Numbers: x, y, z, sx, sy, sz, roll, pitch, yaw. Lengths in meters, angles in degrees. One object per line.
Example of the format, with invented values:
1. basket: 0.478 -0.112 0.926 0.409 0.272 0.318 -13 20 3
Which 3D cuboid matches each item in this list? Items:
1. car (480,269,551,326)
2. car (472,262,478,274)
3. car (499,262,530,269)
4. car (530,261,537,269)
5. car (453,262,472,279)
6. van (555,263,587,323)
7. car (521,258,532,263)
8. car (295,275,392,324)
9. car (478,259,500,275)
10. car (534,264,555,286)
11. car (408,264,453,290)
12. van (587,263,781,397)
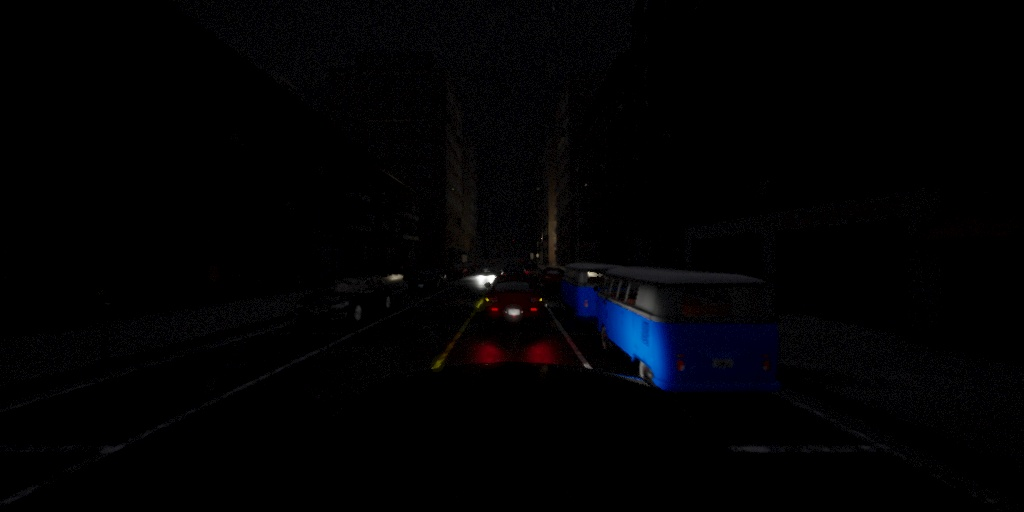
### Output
1. car: 0.074 1.313 11.739 1.812 1.442 4.674 0 0 0
2. car: -5.381 1.442 40.422 2.007 1.370 4.403 0 0 0
3. car: 0.090 1.397 28.610 2.033 1.411 5.357 0 0 0
4. car: 2.642 1.376 29.227 1.751 1.417 4.829 0 0 0
5. car: -5.382 1.416 34.740 1.888 1.381 4.507 0 0 0
6. van: 2.640 1.129 12.010 1.690 1.789 3.998 0 0 0
7. car: 2.759 1.464 53.146 1.812 1.442 4.674 0 0 0
8. car: -5.386 1.339 12.011 2.007 1.370 4.403 0 0 0
9. car: -2.837 1.386 41.247 2.128 1.511 4.902 0 0 0
10. car: 2.642 1.412 23.374 1.802 1.307 4.207 0 0 0
11. car: -5.384 1.396 23.375 1.948 1.339 4.313 0 0 0
12. van: 2.639 1.108 6.327 1.690 1.789 3.998 0 0 0
